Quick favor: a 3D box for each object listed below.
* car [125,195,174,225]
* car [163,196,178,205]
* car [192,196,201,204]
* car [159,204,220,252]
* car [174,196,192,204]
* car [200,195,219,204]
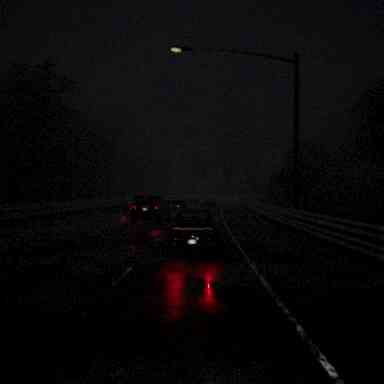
[{"bbox_3d":[-2.870,1.201,24.035,2.150,2.045,5.566,0,0,3],"label":"car"},{"bbox_3d":[-3.674,1.482,57.870,1.837,1.490,4.892,0,0,6],"label":"car"},{"bbox_3d":[0.662,1.472,65.485,1.882,1.535,5.008,0,0,6],"label":"car"},{"bbox_3d":[0.118,1.485,13.813,2.128,1.511,4.902,0,0,3],"label":"car"},{"bbox_3d":[-1.503,1.487,43.488,1.837,1.490,4.892,0,0,5],"label":"car"},{"bbox_3d":[2.851,1.561,52.781,1.994,1.385,4.181,0,0,6],"label":"car"}]
